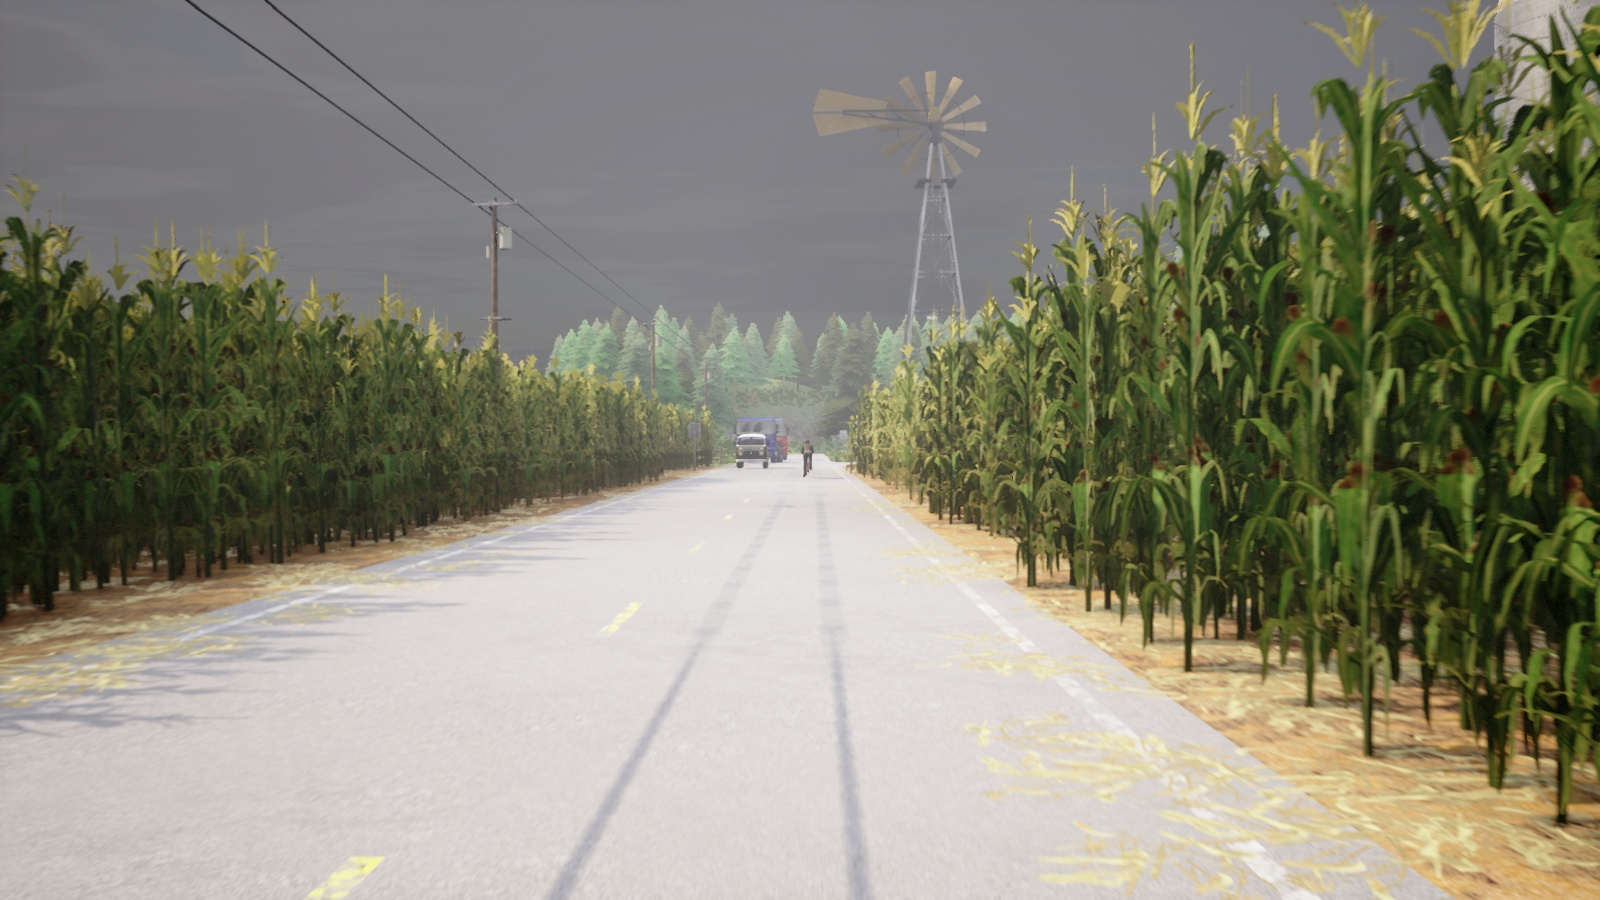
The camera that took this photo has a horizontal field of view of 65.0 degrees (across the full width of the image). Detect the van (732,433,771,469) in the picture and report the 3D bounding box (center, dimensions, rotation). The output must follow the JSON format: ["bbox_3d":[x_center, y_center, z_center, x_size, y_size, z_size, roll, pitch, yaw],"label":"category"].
[{"bbox_3d":[-2.765,0.057,72.840,2.069,2.038,4.480,0,0,0],"label":"van"}]

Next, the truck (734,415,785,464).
[{"bbox_3d":[-2.943,-0.772,94.169,2.891,3.462,7.936,0,0,5],"label":"truck"}]
